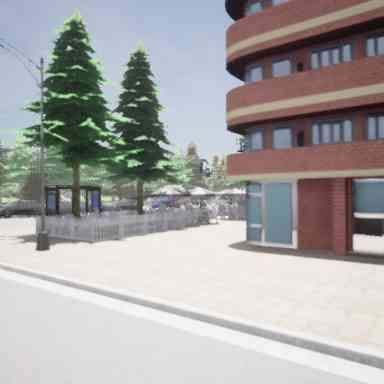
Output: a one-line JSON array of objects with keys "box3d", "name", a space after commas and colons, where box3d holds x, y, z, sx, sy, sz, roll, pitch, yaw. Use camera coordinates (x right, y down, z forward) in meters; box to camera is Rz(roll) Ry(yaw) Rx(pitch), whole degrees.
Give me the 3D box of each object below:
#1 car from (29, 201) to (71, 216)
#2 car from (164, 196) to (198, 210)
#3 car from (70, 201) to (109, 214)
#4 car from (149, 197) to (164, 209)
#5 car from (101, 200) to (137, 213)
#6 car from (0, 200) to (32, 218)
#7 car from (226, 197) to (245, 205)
[{"box3d": [-13.534, 1.835, 33.351, 1.994, 1.385, 4.181, -1, 0, 36], "name": "car"}, {"box3d": [-1.216, 1.750, 48.531, 5.008, 1.535, 1.882, 0, -1, -42], "name": "car"}, {"box3d": [-12.486, 1.875, 40.648, 1.994, 1.385, 4.181, -1, 0, 36], "name": "car"}, {"box3d": [-3.884, 1.528, 50.889, 5.566, 2.045, 2.150, -1, 0, -43], "name": "car"}, {"box3d": [-8.217, 1.780, 40.501, 1.837, 1.490, 4.892, -1, 0, 38], "name": "car"}, {"box3d": [-17.616, 1.658, 33.696, 2.097, 1.767, 4.553, -1, 0, 36], "name": "car"}, {"box3d": [8.684, 1.610, 59.429, 5.357, 1.411, 2.033, 0, 0, -24], "name": "car"}]
